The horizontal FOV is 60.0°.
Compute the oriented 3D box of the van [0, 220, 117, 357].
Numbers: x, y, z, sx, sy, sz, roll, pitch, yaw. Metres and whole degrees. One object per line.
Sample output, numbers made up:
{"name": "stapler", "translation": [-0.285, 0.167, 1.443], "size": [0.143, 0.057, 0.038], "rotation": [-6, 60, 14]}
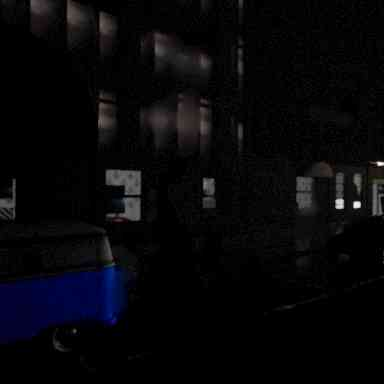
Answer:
{"name": "van", "translation": [-3.021, 1.341, 4.395], "size": [3.998, 1.788, 1.690], "rotation": [0, 1, -36]}

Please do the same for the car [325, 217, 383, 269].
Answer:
{"name": "car", "translation": [6.240, 1.519, 11.008], "size": [4.313, 1.339, 1.947], "rotation": [0, 1, -36]}
